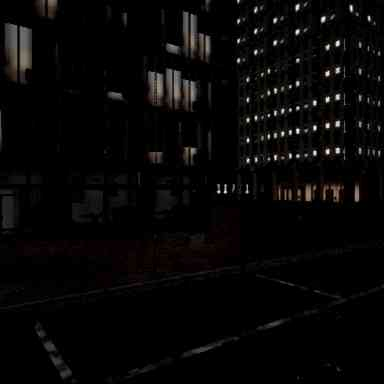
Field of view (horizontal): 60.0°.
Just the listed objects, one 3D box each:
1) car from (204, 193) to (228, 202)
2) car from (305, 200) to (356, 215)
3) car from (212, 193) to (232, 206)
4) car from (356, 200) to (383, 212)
[{"bbox_3d":[4.228,0.921,58.767,1.967,1.590,4.097,1,0,-35],"label":"car"},{"bbox_3d":[12.542,1.395,30.987,1.802,1.307,4.206,1,0,-32],"label":"car"},{"bbox_3d":[3.627,1.207,44.930,1.802,1.307,4.206,1,0,-33],"label":"car"},{"bbox_3d":[19.154,1.372,35.688,1.802,1.307,4.206,1,0,-32],"label":"car"}]
